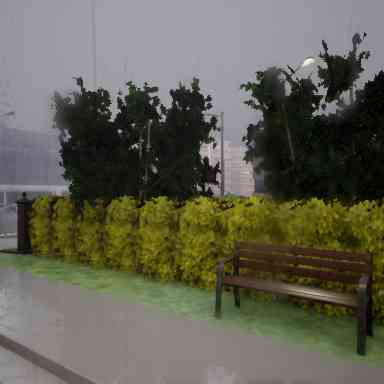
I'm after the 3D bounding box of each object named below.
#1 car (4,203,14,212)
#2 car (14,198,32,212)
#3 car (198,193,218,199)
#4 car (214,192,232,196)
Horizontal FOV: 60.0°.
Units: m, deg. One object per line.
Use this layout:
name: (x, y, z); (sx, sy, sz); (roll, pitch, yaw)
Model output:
car: (-18.874, 1.479, 38.046); (1.812, 1.442, 4.674); (0, 0, 35)
car: (-16.119, 1.553, 35.897); (1.895, 1.301, 4.718); (0, 0, 36)
car: (3.392, 0.819, 69.588); (1.895, 1.301, 4.718); (0, 1, 35)
car: (6.765, 0.691, 68.317); (1.882, 1.535, 5.008); (0, 1, 35)
